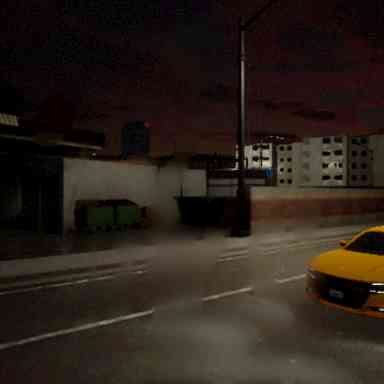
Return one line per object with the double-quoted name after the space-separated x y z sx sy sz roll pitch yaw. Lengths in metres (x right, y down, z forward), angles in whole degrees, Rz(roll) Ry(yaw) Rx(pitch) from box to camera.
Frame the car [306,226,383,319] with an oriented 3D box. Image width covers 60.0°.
4.531 1.494 7.182 5.008 1.535 1.882 0 0 -35 "car"
